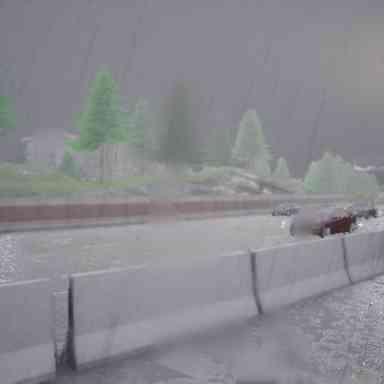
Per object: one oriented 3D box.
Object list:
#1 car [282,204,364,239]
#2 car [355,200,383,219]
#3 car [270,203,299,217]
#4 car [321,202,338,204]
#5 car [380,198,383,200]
[{"bbox_3d":[7.443,1.675,18.644,5.008,1.535,1.882,0,-1,-41],"label":"car"},{"bbox_3d":[16.623,1.787,32.419,2.128,1.511,4.902,-1,-1,43],"label":"car"},{"bbox_3d":[10.304,1.925,35.882,1.837,1.490,4.892,-1,-1,44],"label":"car"},{"bbox_3d":[14.383,1.852,35.171,2.128,1.511,4.902,-1,-1,42],"label":"car"},{"bbox_3d":[39.523,2.008,68.488,1.994,1.385,4.181,-1,-1,36],"label":"car"}]
